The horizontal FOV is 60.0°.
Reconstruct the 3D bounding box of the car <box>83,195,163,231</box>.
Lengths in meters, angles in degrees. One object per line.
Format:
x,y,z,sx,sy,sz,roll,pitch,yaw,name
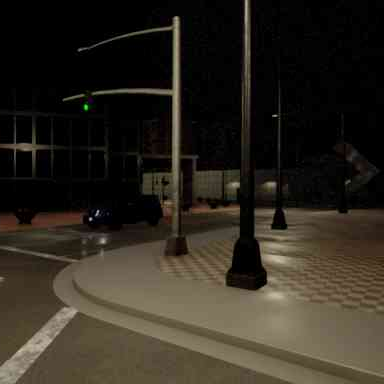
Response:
-4.186,1.197,21.181,2.150,2.045,5.566,0,0,35,car
